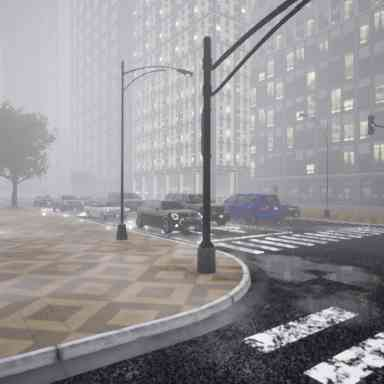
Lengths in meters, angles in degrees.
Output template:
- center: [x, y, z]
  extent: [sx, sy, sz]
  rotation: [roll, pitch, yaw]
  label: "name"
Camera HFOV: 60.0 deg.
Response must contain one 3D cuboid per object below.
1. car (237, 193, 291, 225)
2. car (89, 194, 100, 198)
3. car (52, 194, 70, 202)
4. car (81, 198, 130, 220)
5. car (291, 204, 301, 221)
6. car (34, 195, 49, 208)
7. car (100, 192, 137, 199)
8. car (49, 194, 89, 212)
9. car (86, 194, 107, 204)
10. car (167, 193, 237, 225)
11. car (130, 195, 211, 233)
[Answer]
- center: [3.684, 1.109, 23.098]
  extent: [2.150, 2.045, 5.566]
  rotation: [0, 0, -37]
  label: "car"
- center: [-12.176, 1.183, 38.649]
  extent: [2.128, 1.511, 4.902]
  rotation: [0, 0, -37]
  label: "car"
- center: [-23.646, 1.052, 59.833]
  extent: [1.994, 1.385, 4.181]
  rotation: [0, 0, -37]
  label: "car"
- center: [-6.697, 1.392, 25.817]
  extent: [1.895, 1.301, 4.718]
  rotation: [0, 0, -37]
  label: "car"
- center: [5.935, 1.389, 25.513]
  extent: [2.128, 1.511, 4.902]
  rotation: [0, 0, -37]
  label: "car"
- center: [-18.575, 1.113, 41.853]
  extent: [2.128, 1.511, 4.902]
  rotation: [0, 0, -36]
  label: "car"
- center: [-6.067, 1.000, 30.431]
  extent: [2.150, 2.045, 5.566]
  rotation: [0, 0, -37]
  label: "car"
- center: [-12.569, 1.061, 33.725]
  extent: [2.097, 1.767, 4.553]
  rotation: [0, 0, -37]
  label: "car"
- center: [-15.710, 1.113, 54.609]
  extent: [1.812, 1.442, 4.674]
  rotation: [0, 0, -37]
  label: "car"
- center: [0.112, 1.084, 22.117]
  extent: [2.150, 2.045, 5.566]
  rotation: [0, 0, -37]
  label: "car"
- center: [-1.327, 1.215, 18.606]
  extent: [2.097, 1.767, 4.553]
  rotation: [0, 0, -37]
  label: "car"
